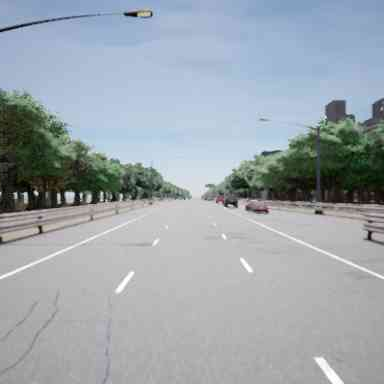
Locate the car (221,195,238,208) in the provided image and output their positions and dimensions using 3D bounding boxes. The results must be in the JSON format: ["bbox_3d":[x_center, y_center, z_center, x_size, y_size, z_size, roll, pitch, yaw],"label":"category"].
[{"bbox_3d":[6.919,1.651,59.718,2.150,2.045,5.566,0,0,1],"label":"car"}]

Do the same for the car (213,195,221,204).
[{"bbox_3d":[7.051,1.887,83.248,2.150,2.045,5.566,0,-1,0],"label":"car"}]

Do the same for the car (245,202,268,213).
[{"bbox_3d":[8.217,1.908,42.592,1.994,1.385,4.181,0,0,-7],"label":"car"}]
